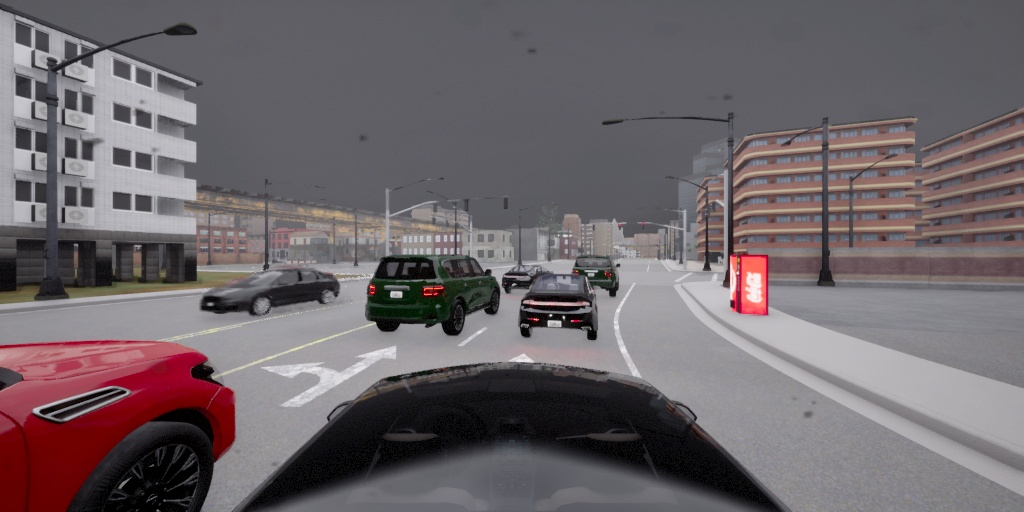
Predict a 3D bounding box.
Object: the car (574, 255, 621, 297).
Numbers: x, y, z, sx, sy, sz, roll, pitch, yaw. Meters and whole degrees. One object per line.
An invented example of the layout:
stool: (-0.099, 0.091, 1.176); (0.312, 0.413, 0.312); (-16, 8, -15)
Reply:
car: (4.552, 0.971, 19.308); (2.150, 2.045, 5.566); (0, 0, 19)

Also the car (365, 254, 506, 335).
car: (-1.999, 0.971, 10.775); (2.150, 2.045, 5.566); (0, 0, 14)

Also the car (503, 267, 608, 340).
car: (1.435, 1.242, 10.065); (2.128, 1.511, 4.902); (0, 0, 12)

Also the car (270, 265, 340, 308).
car: (-8.735, 1.255, 13.492); (1.837, 1.490, 4.892); (0, 0, 16)

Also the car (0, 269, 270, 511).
car: (-3.264, 0.971, 0.504); (2.150, 2.045, 5.566); (0, 0, -2)

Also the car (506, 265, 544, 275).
car: (1.103, 1.242, 20.141); (2.128, 1.511, 4.902); (0, 0, 24)

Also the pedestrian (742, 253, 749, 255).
pedestrian: (8.042, 0.795, 12.438); (0.375, 1.860, 0.375); (0, 0, 21)

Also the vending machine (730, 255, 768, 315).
vending machine: (7.810, 0.945, 11.819); (1.100, 2.100, 0.880); (0, 0, 20)
